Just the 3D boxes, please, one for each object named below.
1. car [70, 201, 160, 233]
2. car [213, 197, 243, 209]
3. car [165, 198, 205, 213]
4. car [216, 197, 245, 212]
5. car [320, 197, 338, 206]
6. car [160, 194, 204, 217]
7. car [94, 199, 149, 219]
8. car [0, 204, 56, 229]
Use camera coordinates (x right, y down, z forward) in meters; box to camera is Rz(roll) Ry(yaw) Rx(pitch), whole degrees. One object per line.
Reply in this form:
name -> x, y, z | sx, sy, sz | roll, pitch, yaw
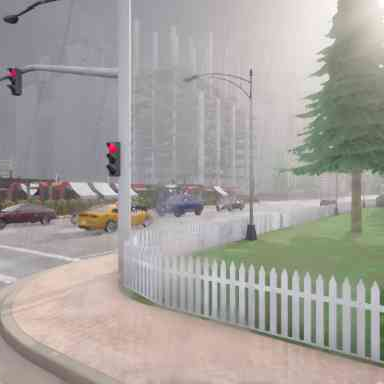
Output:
car -> -4.378, 1.477, 19.751 | 1.882, 1.535, 5.008 | 0, 0, 34
car -> 5.132, 1.492, 46.721 | 2.128, 1.511, 4.902 | 0, 0, 34
car -> -0.683, 1.492, 38.154 | 2.128, 1.511, 4.902 | 0, 0, 34
car -> 4.616, 1.492, 39.743 | 2.128, 1.511, 4.902 | 0, 0, 34
car -> 21.054, 1.526, 51.286 | 1.812, 1.442, 4.674 | 0, 0, 34
car -> -1.021, 1.221, 31.405 | 2.150, 2.045, 5.566 | 0, 0, 34
car -> -6.227, 1.478, 29.942 | 1.882, 1.535, 5.008 | 0, 0, 34
car -> -11.448, 1.526, 22.197 | 1.812, 1.442, 4.674 | 0, 0, 36
